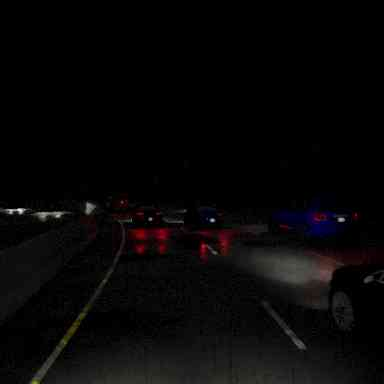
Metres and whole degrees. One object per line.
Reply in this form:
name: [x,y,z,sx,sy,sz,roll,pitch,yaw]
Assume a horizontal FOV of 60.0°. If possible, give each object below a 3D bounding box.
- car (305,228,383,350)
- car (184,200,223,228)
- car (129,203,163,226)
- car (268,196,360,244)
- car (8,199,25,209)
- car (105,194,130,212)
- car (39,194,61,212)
car: [3.324,1.484,3.797,2.128,1.511,4.902,0,0,-2]
car: [0.698,1.529,22.239,1.812,1.442,4.674,0,0,-13]
car: [-3.177,1.548,23.344,1.812,1.442,4.674,0,0,-14]
car: [5.556,1.206,15.989,2.150,2.045,5.566,0,0,-9]
car: [-25.193,1.732,47.617,1.994,1.385,4.181,0,0,-30]
car: [-8.979,1.271,39.818,2.150,2.045,5.566,0,0,-25]
car: [-17.602,1.334,41.162,2.150,2.045,5.566,0,0,-27]
